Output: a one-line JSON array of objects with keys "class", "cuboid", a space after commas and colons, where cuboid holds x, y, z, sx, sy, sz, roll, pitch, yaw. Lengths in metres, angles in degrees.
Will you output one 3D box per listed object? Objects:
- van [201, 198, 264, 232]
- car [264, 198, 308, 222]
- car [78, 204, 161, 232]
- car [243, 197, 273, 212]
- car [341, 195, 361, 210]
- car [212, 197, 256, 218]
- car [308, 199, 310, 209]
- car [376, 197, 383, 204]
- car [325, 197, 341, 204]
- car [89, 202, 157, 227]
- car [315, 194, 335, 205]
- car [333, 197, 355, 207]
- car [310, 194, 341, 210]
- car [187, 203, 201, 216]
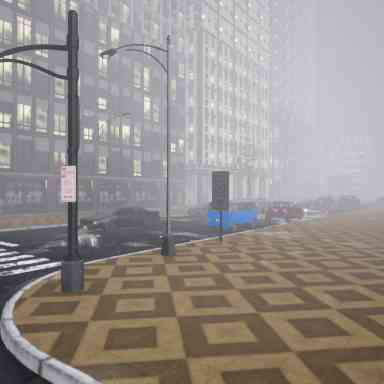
[{"class": "van", "cuboid": [2.576, 1.368, 20.278, 1.690, 1.788, 3.998, 0, 0, 38]}, {"class": "car", "cuboid": [7.534, 1.472, 26.910, 1.967, 1.590, 4.097, 0, 0, 38]}, {"class": "car", "cuboid": [-4.267, 1.564, 20.443, 2.033, 1.411, 5.357, 0, 0, 38]}, {"class": "car", "cuboid": [8.069, 1.471, 40.536, 1.967, 1.590, 4.097, 0, 0, 38]}, {"class": "car", "cuboid": [21.098, 1.368, 44.554, 2.192, 1.841, 5.009, 0, 0, 38]}, {"class": "car", "cuboid": [4.060, 1.379, 31.268, 2.097, 1.767, 4.553, 0, 0, 38]}, {"class": "car", "cuboid": [16.059, 1.625, 46.718, 1.994, 1.385, 4.181, 0, 0, 38]}, {"class": "car", "cuboid": [38.053, 1.658, 66.607, 1.947, 1.339, 4.313, 0, 0, 38]}, {"class": "car", "cuboid": [28.416, 1.624, 67.001, 2.008, 1.369, 4.403, 0, 0, 38]}, {"class": "car", "cuboid": [-4.816, 1.540, 23.987, 1.752, 1.417, 4.829, 0, 0, 38]}, {"class": "car", "cuboid": [25.025, 1.380, 62.591, 2.192, 1.841, 5.009, 0, 0, 38]}, {"class": "car", "cuboid": [23.956, 1.552, 52.312, 2.128, 1.511, 4.902, 0, 0, 37]}, {"class": "car", "cuboid": [17.907, 1.400, 44.449, 2.097, 1.767, 4.553, 0, 0, 38]}, {"class": "car", "cuboid": [1.287, 1.604, 31.714, 1.802, 1.307, 4.206, 0, 0, 38]}]
